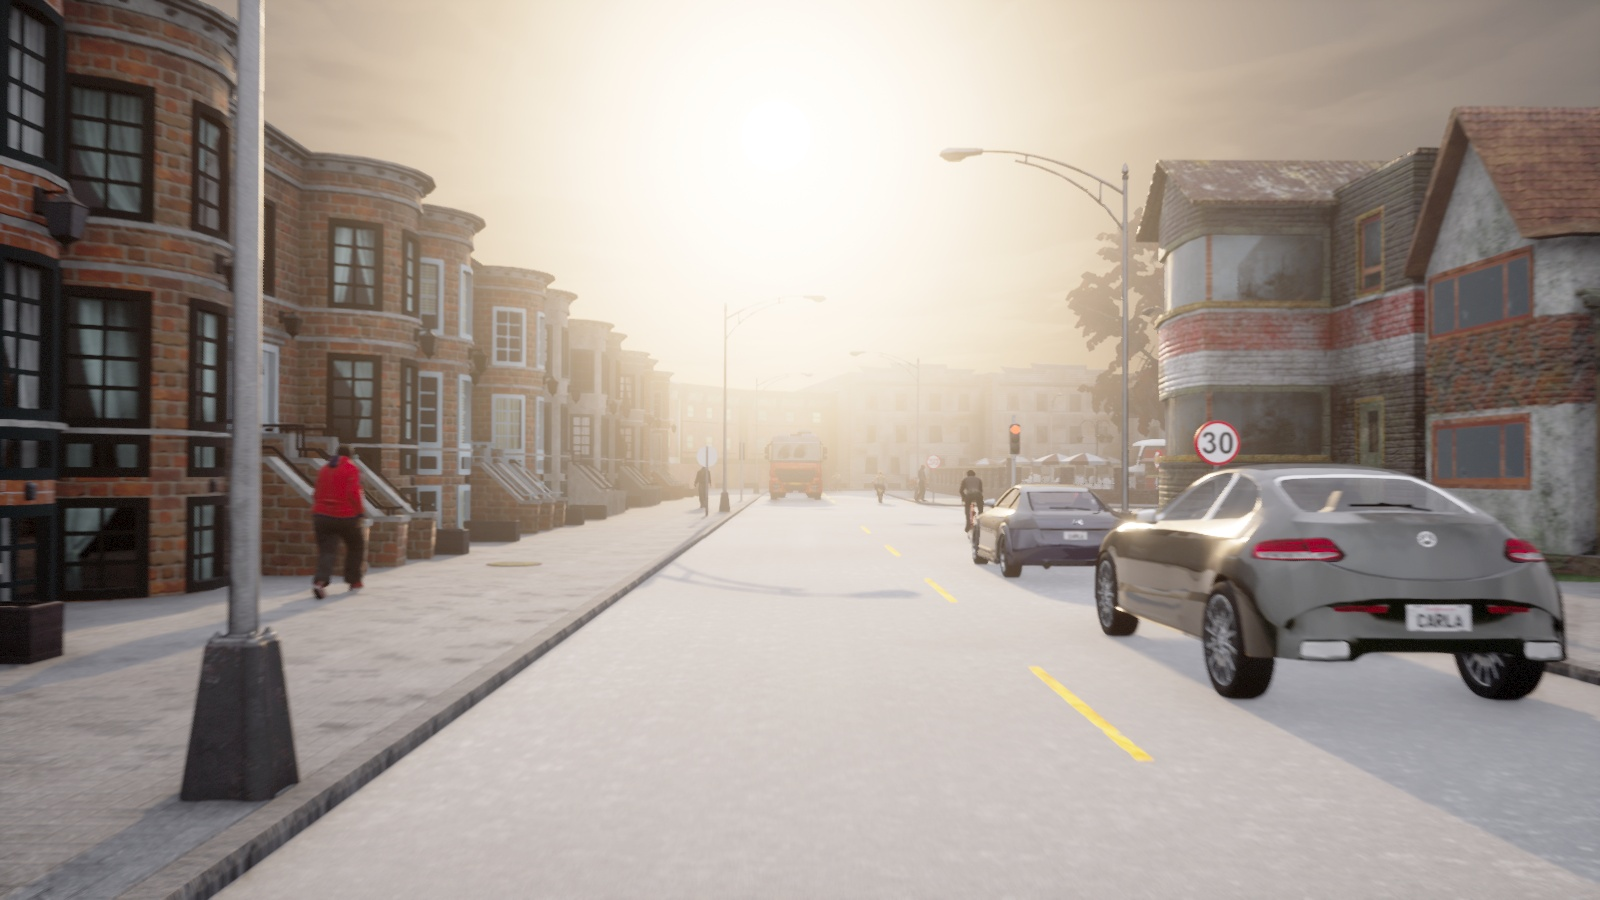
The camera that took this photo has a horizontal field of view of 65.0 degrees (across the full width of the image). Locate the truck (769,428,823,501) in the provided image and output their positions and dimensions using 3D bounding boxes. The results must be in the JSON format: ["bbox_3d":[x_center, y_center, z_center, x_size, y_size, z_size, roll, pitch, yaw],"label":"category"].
[{"bbox_3d":[-0.199,0.840,71.110,2.891,3.827,8.468,0,-1,0],"label":"truck"}]

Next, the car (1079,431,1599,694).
[{"bbox_3d":[3.973,0.752,10.459,2.152,1.651,5.027,0,-1,0],"label":"car"}]

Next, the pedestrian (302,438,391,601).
[{"bbox_3d":[-5.272,0.790,14.643,0.634,1.844,0.899,0,-1,6],"label":"pedestrian"}]

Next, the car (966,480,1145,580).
[{"bbox_3d":[3.950,1.200,20.143,1.994,1.385,4.181,0,-1,0],"label":"car"}]

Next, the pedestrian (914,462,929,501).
[{"bbox_3d":[5.835,1.507,60.237,0.694,1.848,0.540,0,-1,4],"label":"pedestrian"}]

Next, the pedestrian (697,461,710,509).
[{"bbox_3d":[-3.729,1.351,48.517,0.376,1.854,0.720,0,-1,3],"label":"pedestrian"}]
